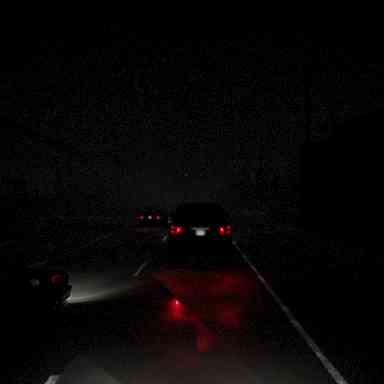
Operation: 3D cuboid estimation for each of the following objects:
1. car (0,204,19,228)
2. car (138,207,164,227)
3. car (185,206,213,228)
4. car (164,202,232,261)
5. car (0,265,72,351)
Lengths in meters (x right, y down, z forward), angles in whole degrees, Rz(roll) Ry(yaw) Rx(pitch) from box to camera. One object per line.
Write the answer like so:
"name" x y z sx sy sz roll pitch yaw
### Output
"car" -13.672 1.631 22.221 2.097 1.767 4.553 0 -1 2
"car" -2.952 1.887 26.085 2.033 1.411 5.357 0 -1 1
"car" 0.557 1.895 26.419 2.033 1.411 5.357 0 -1 1
"car" 0.317 1.397 13.126 2.150 2.045 5.566 0 0 1
"car" -3.416 1.601 4.195 2.033 1.411 5.357 0 -1 3
